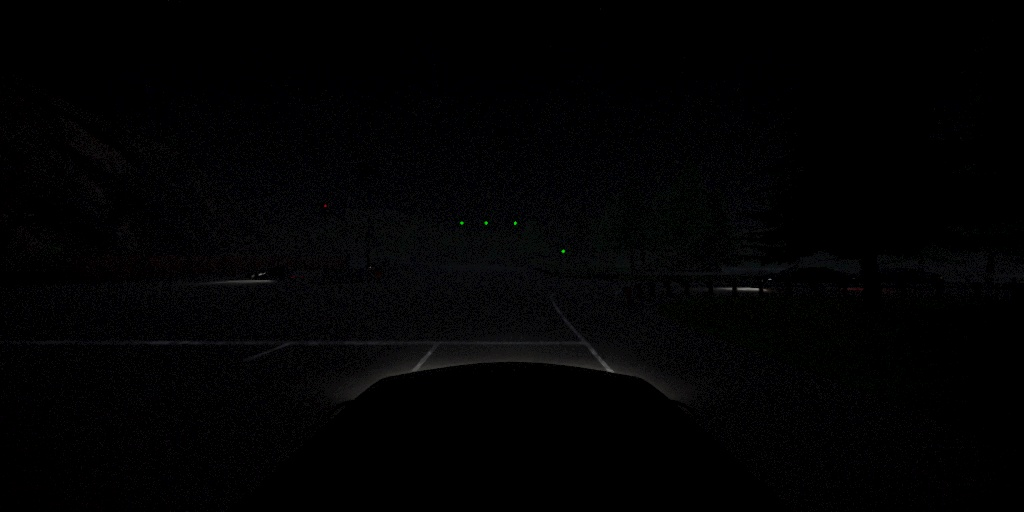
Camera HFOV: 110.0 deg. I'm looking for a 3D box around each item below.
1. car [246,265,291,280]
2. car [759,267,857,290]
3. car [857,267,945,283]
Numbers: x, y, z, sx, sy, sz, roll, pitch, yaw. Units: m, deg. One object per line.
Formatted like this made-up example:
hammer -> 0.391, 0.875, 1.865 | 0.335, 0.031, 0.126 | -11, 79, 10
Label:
car -> -24.501, 1.671, 36.336 | 1.837, 1.490, 4.892 | 0, 0, 0
car -> 19.433, 1.473, 24.031 | 4.892, 1.490, 1.837 | 0, -1, 10
car -> 27.375, 1.533, 25.982 | 5.357, 1.411, 2.033 | 0, -1, 14
